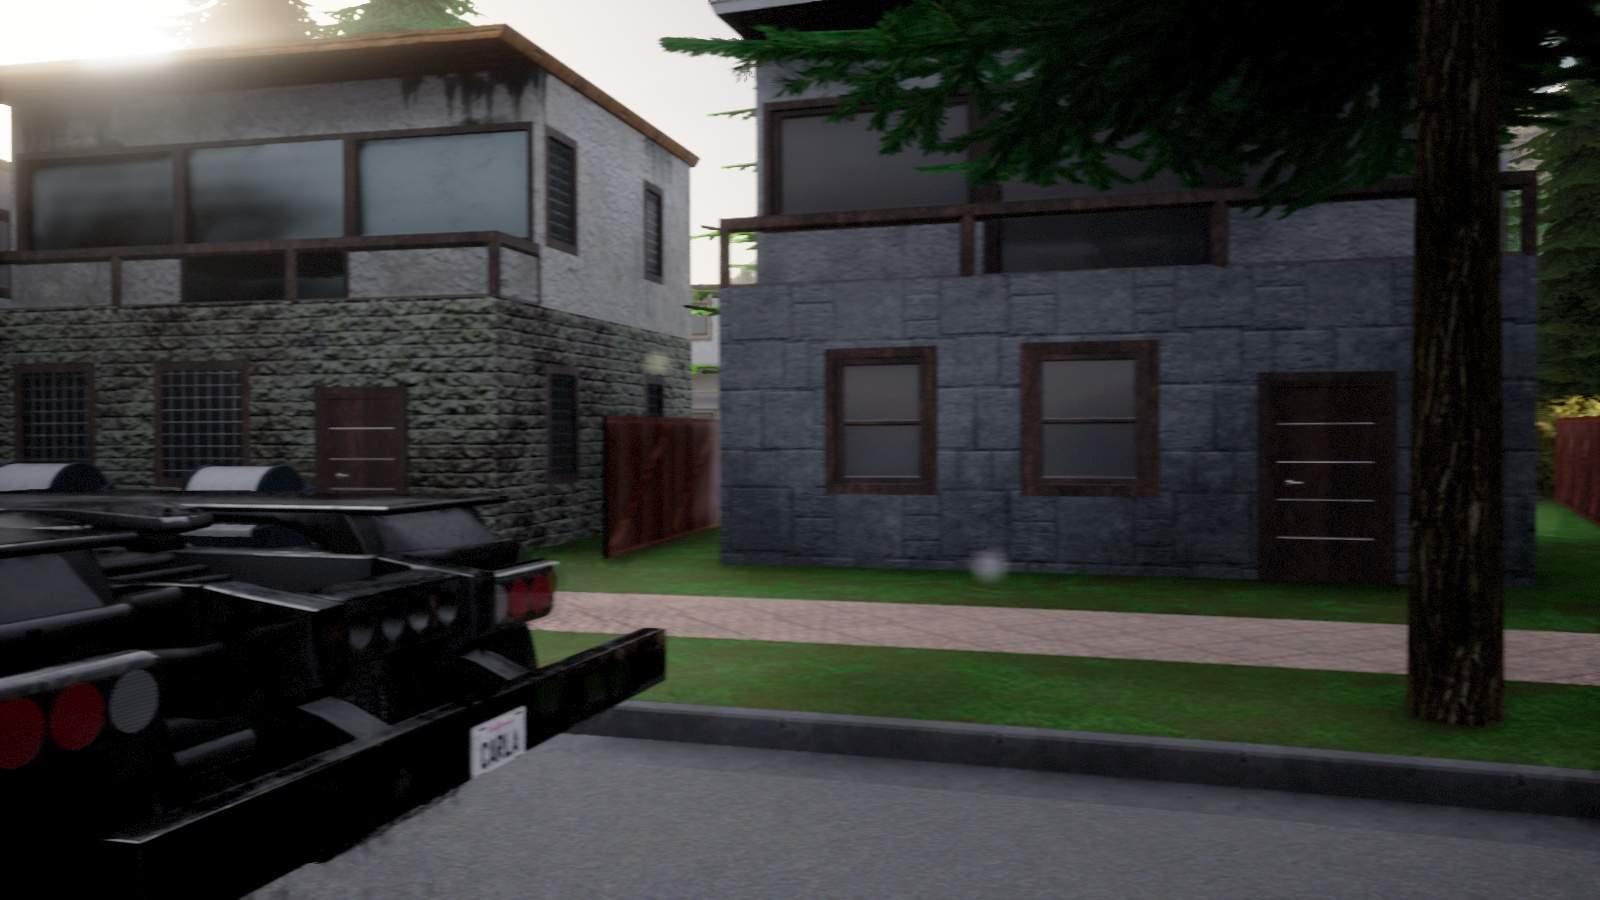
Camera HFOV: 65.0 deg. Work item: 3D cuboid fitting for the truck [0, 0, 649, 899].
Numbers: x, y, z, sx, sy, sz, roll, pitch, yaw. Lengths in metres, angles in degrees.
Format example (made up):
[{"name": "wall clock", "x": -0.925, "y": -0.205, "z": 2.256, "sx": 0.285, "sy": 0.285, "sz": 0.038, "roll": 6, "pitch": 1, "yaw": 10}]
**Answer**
[{"name": "truck", "x": -4.810, "y": -0.248, "z": 4.621, "sx": 7.936, "sy": 3.462, "sz": 2.891, "roll": 0, "pitch": 1, "yaw": 16}]
